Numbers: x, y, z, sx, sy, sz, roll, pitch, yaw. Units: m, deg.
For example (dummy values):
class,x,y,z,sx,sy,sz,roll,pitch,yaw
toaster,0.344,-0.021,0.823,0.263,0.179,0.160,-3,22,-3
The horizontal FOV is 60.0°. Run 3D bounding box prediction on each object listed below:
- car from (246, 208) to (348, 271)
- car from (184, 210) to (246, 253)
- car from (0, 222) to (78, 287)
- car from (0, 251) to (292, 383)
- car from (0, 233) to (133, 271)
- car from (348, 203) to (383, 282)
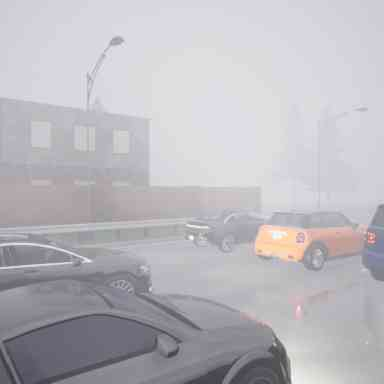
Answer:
class,x,y,z,sx,sy,sz,roll,pitch,yaw
car,4.282,1.352,11.162,4.553,1.767,2.097,0,0,-35
car,1.959,1.491,13.808,4.902,1.511,2.128,0,0,-35
car,-5.555,1.601,8.381,4.718,1.301,1.895,0,0,-36
car,-1.019,1.564,3.021,4.181,1.385,1.994,0,0,-35
car,-3.040,1.491,5.878,4.902,1.511,2.128,0,0,-36
car,6.610,1.221,8.522,5.566,2.045,2.150,0,0,-35
